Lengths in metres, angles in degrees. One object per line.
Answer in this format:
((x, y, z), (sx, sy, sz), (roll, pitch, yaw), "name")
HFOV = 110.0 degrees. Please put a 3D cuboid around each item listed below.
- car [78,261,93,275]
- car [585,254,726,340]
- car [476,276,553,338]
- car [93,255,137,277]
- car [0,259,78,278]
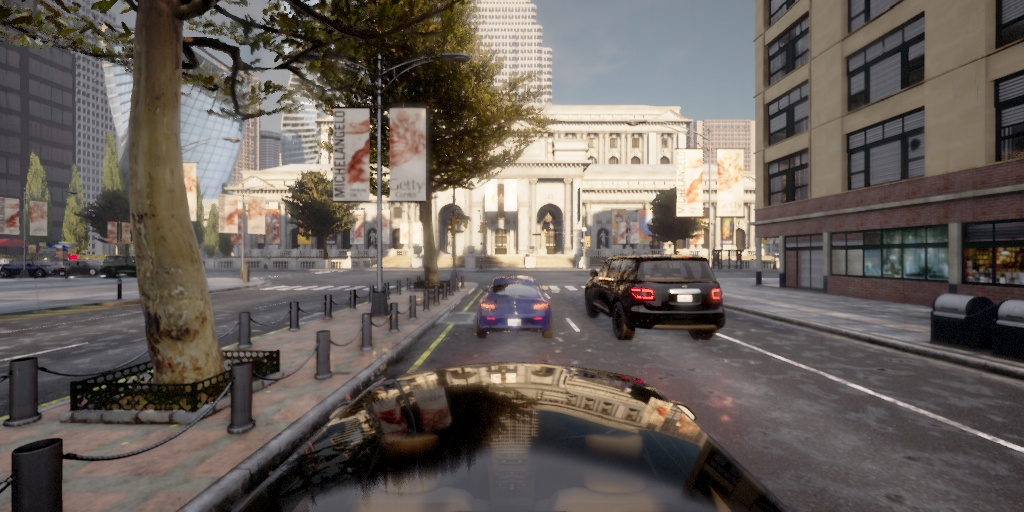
((-44.446, 1.246, 37.599), (4.892, 1.490, 1.837), (0, 0, -1), "car")
((3.580, 0.969, 10.099), (2.150, 2.045, 5.566), (0, 0, 0), "car")
((0.074, 1.274, 10.089), (1.812, 1.442, 4.674), (0, 0, 0), "car")
((-35.664, 0.963, 34.155), (5.566, 2.045, 2.150), (0, 0, 0), "car")
((-45.075, 1.094, 34.076), (4.553, 1.767, 2.097), (0, 0, -2), "car")
